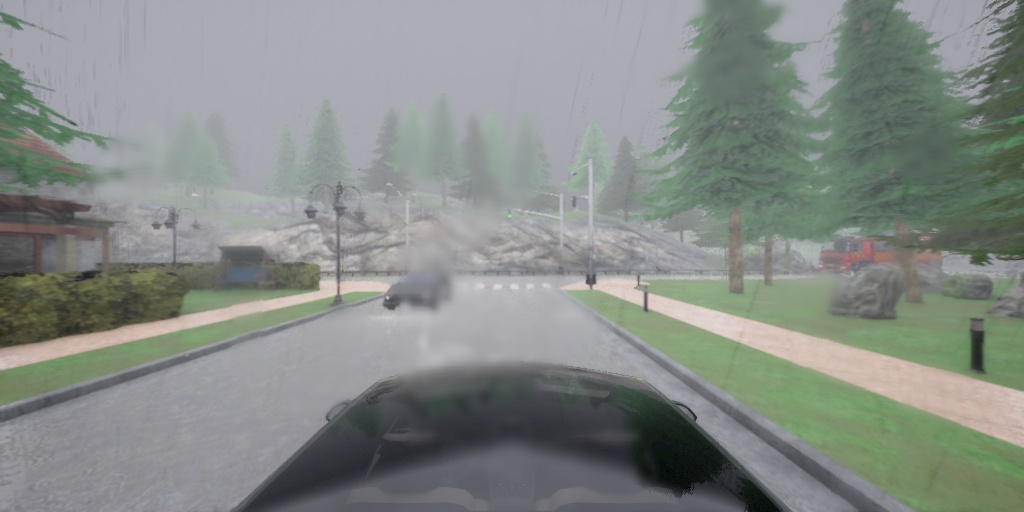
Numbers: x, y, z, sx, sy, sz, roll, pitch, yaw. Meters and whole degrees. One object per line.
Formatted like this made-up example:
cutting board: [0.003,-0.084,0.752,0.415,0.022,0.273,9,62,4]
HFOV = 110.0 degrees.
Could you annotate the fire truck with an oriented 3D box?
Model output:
fire truck: [32.889,-0.139,32.205,8.468,3.827,2.891,0,0,0]

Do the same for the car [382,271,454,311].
car: [-3.624,1.332,14.920,2.033,1.411,5.357,0,0,0]
